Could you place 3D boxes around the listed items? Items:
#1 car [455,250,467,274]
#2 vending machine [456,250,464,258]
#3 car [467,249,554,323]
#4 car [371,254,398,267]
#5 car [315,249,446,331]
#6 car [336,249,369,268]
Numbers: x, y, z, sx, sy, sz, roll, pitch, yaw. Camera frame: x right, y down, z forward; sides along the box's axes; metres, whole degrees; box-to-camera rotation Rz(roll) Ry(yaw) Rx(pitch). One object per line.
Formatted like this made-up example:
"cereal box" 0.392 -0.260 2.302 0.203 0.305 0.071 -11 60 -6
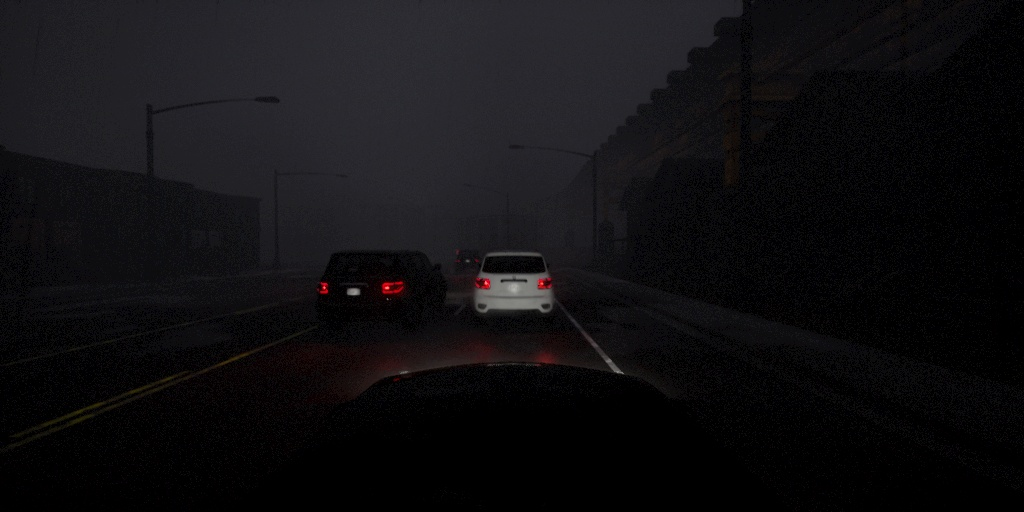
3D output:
"car" -3.722 0.457 31.409 2.150 2.045 5.566 0 1 -4
"vending machine" -8.716 -0.067 60.305 0.880 2.100 1.100 0 0 41
"car" 0.061 0.803 11.546 2.150 2.045 5.566 0 1 0
"car" -15.478 0.556 43.377 1.812 1.442 4.674 0 1 -37
"car" -3.452 0.821 10.549 2.150 2.045 5.566 0 1 1
"car" -18.591 0.280 41.697 2.150 2.045 5.566 0 1 -39
